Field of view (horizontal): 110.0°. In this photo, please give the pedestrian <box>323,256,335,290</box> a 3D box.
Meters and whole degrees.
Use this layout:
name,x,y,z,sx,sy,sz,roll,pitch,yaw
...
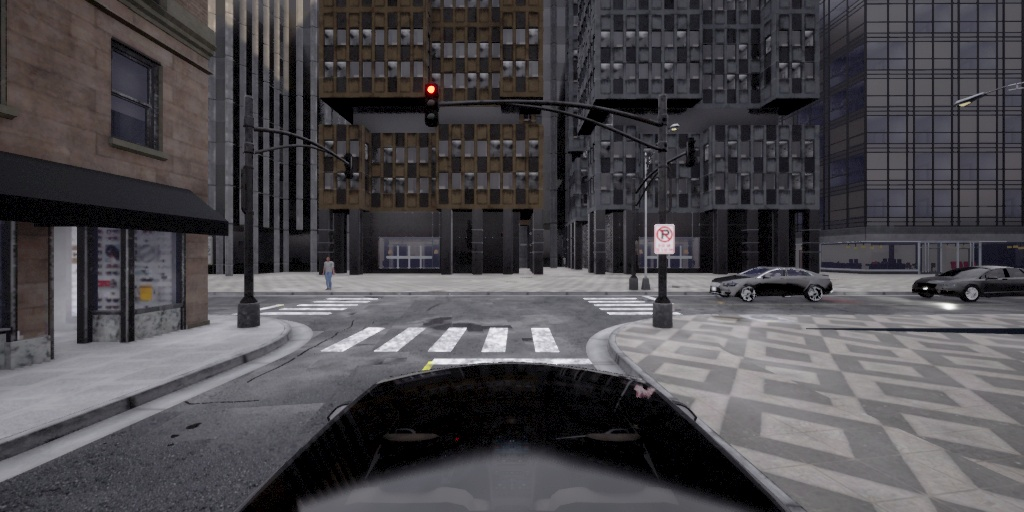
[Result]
name,x,y,z,sx,sy,sz,roll,pitch,yaw
pedestrian,-9.927,0.902,19.470,0.375,1.860,0.375,0,0,0

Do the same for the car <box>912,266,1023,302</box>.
name,x,y,z,sx,sy,sz,roll,pitch,yaw
car,21.155,1.223,16.221,4.892,1.490,1.837,0,0,1

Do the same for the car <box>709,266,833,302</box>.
name,x,y,z,sx,sy,sz,roll,pitch,yaw
car,11.635,1.222,16.289,4.902,1.511,2.128,0,0,0
